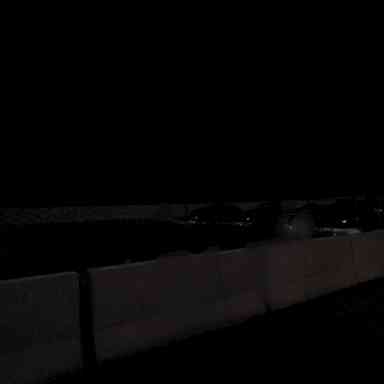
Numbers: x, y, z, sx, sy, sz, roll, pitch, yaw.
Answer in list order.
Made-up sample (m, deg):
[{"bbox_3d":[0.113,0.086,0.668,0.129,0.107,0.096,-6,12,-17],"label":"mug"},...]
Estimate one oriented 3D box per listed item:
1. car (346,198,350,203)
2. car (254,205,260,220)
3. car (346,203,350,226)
[{"bbox_3d":[28.858,1.751,59.558,2.097,1.767,4.553,0,0,34],"label":"car"},{"bbox_3d":[6.264,1.700,27.519,5.357,1.411,2.033,0,0,-43],"label":"car"},{"bbox_3d":[11.240,1.716,22.654,4.181,1.385,1.994,0,0,-43],"label":"car"}]
